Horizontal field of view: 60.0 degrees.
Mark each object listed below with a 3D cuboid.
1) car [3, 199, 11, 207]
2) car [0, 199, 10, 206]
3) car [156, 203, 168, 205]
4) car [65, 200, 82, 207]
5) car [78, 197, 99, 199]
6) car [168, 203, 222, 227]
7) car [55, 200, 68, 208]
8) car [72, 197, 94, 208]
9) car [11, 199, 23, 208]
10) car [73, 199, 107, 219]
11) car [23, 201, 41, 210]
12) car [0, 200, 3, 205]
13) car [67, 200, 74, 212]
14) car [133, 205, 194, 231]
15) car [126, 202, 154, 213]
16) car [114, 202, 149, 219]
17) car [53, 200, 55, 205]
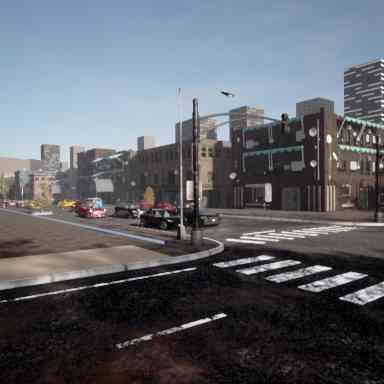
[{"bbox_3d":[-40.102,2.378,74.031,1.967,1.590,4.097,-1,0,-37],"label":"car"},{"bbox_3d":[-46.731,2.596,82.895,1.887,1.381,4.507,-1,0,-37],"label":"car"},{"bbox_3d":[-3.548,1.902,39.165,1.802,1.307,4.206,-2,0,-37],"label":"car"},{"bbox_3d":[-23.443,2.226,65.757,1.887,1.381,4.507,-1,0,-37],"label":"car"},{"bbox_3d":[-16.952,1.908,52.770,2.097,1.767,4.553,-1,0,-37],"label":"car"},{"bbox_3d":[0.263,1.782,24.397,1.994,1.385,4.181,-1,0,-38],"label":"car"},{"bbox_3d":[-22.966,2.140,60.810,1.882,1.535,5.008,-1,0,-37],"label":"car"},{"bbox_3d":[-20.133,1.938,61.324,2.192,1.841,5.009,-1,0,-37],"label":"car"},{"bbox_3d":[-33.469,2.375,65.168,2.008,1.369,4.403,-1,0,-37],"label":"car"},{"bbox_3d":[-10.260,1.845,34.143,1.967,1.590,4.097,-2,0,-37],"label":"car"},{"bbox_3d":[-26.735,2.232,56.167,1.752,1.417,4.829,-1,0,-37],"label":"car"},{"bbox_3d":[-43.416,2.546,78.464,2.008,1.369,4.403,-1,0,-37],"label":"car"},{"bbox_3d":[-14.715,2.026,44.485,1.812,1.442,4.674,-1,0,-37],"label":"car"},{"bbox_3d":[-2.042,1.814,22.959,1.947,1.339,4.313,-2,0,-37],"label":"car"},{"bbox_3d":[-6.863,1.964,43.597,1.802,1.307,4.206,-2,0,-37],"label":"car"},{"bbox_3d":[-6.057,1.831,32.870,2.128,1.511,4.902,-1,0,-37],"label":"car"},{"bbox_3d":[-30.075,2.362,74.622,1.947,1.339,4.313,-1,0,-37],"label":"car"}]
